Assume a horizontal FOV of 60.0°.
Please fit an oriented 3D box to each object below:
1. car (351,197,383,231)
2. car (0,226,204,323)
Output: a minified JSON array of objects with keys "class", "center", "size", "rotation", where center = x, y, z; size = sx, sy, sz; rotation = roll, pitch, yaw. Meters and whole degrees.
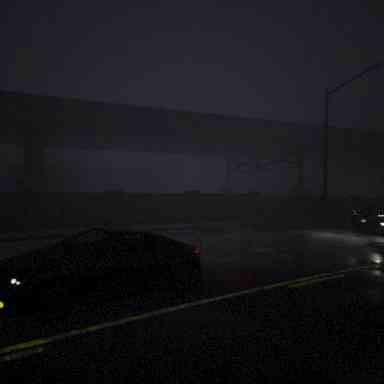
[{"class":"car","center":[11.824,1.289,19.293],"size":[5.566,2.045,2.150],"rotation":[2,0,-26]},{"class":"car","center":[-1.802,1.444,6.952],"size":[4.181,1.385,1.994],"rotation":[0,1,-36]}]
